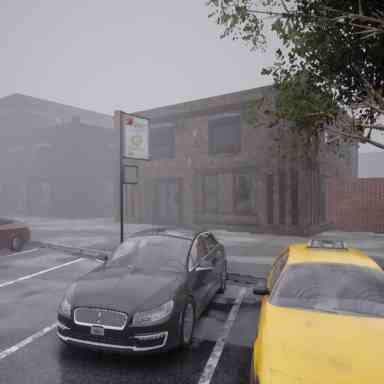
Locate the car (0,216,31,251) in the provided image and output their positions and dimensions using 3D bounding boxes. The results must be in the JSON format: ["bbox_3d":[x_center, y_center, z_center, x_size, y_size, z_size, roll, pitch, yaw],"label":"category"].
[{"bbox_3d":[-7.830,1.528,11.710,2.002,1.452,4.674,1,-1,16],"label":"car"}]

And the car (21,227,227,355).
[{"bbox_3d":[-0.514,1.487,6.467,2.231,1.521,4.892,1,-1,16],"label":"car"}]

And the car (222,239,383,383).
[{"bbox_3d":[1.872,1.480,4.536,1.946,1.575,5.366,1,-1,16],"label":"car"}]
